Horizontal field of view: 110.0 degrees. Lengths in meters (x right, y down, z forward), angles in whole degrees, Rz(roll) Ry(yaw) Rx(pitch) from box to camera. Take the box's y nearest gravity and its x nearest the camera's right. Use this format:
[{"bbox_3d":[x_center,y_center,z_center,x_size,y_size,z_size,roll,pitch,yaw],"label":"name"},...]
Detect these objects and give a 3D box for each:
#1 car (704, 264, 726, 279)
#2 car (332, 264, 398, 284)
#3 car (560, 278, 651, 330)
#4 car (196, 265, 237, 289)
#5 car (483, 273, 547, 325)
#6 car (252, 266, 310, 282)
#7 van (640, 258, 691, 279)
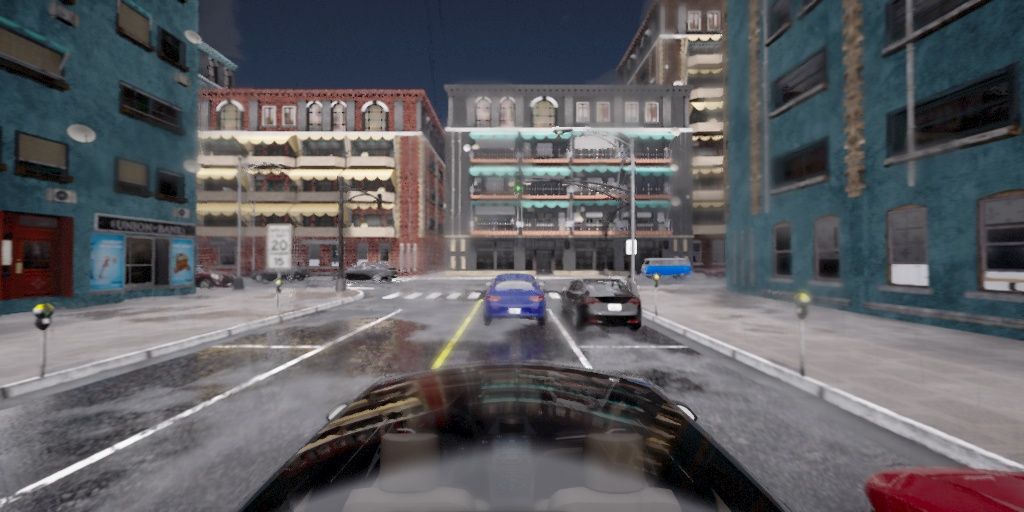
[{"bbox_3d":[18.743,1.277,30.653,4.207,1.307,1.802,0,0,0],"label":"car"},{"bbox_3d":[-11.408,1.345,27.866,4.902,1.511,2.128,0,-1,6],"label":"car"},{"bbox_3d":[2.571,1.325,11.061,1.948,1.339,4.313,0,0,0],"label":"car"},{"bbox_3d":[-19.643,1.282,22.459,4.097,1.591,1.967,0,0,0],"label":"car"},{"bbox_3d":[0.097,1.285,11.731,1.812,1.442,4.674,0,0,0],"label":"car"},{"bbox_3d":[-19.682,1.489,30.598,4.403,1.370,2.007,0,0,0],"label":"car"},{"bbox_3d":[13.103,1.070,30.626,3.998,1.789,1.690,0,0,0],"label":"van"}]
